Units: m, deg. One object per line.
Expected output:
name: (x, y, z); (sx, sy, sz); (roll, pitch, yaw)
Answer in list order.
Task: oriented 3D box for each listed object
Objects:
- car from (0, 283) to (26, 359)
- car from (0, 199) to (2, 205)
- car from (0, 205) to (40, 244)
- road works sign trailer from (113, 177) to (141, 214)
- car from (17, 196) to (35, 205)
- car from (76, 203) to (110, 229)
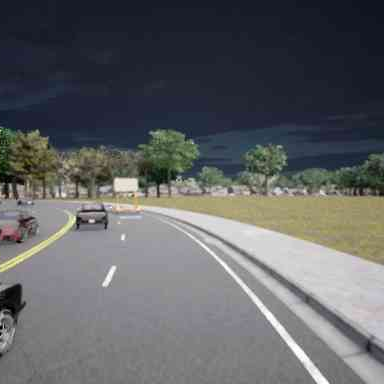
car: (-3.365, 1.602, 2.922); (1.895, 1.301, 4.718); (0, 0, -2)
car: (-32.696, 1.520, 54.557); (2.128, 1.511, 4.902); (-1, 1, -43)
car: (-8.439, 1.537, 15.291); (1.994, 1.385, 4.181); (0, 0, -12)
road works sign trailer: (-6.520, 0.330, 32.706); (2.380, 3.560, 2.880); (-1, 0, -26)
car: (-25.860, 1.449, 51.756); (2.128, 1.511, 4.902); (-1, 0, -39)
car: (-6.294, 1.421, 21.146); (2.128, 1.511, 4.902); (0, 0, -15)
